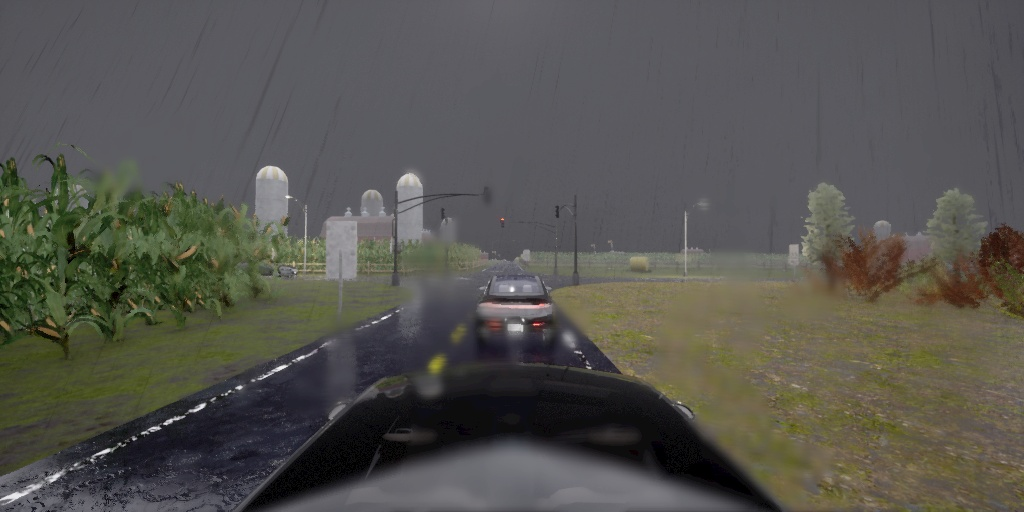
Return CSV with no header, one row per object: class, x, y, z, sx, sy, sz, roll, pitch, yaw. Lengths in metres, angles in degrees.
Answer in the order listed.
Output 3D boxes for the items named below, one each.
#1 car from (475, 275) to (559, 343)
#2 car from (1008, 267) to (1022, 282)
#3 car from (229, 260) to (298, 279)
car,0.100,1.245,9.653,2.128,1.511,4.902,0,0,0
car,48.663,1.719,33.511,4.674,1.442,1.812,1,-1,-5
car,-19.943,1.059,28.807,4.902,1.511,2.128,0,-1,-4
